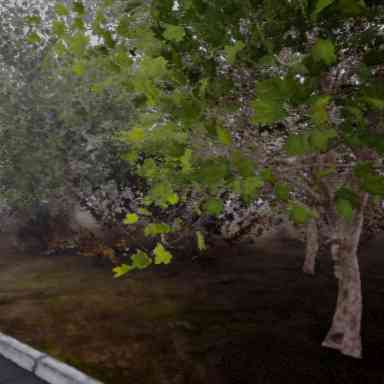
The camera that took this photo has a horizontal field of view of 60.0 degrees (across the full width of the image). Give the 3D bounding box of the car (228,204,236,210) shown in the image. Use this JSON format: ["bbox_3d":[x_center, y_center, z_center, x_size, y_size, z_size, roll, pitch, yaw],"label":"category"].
[{"bbox_3d":[6.092,2.351,46.425,2.097,1.535,5.008,0,0,35],"label":"car"}]
